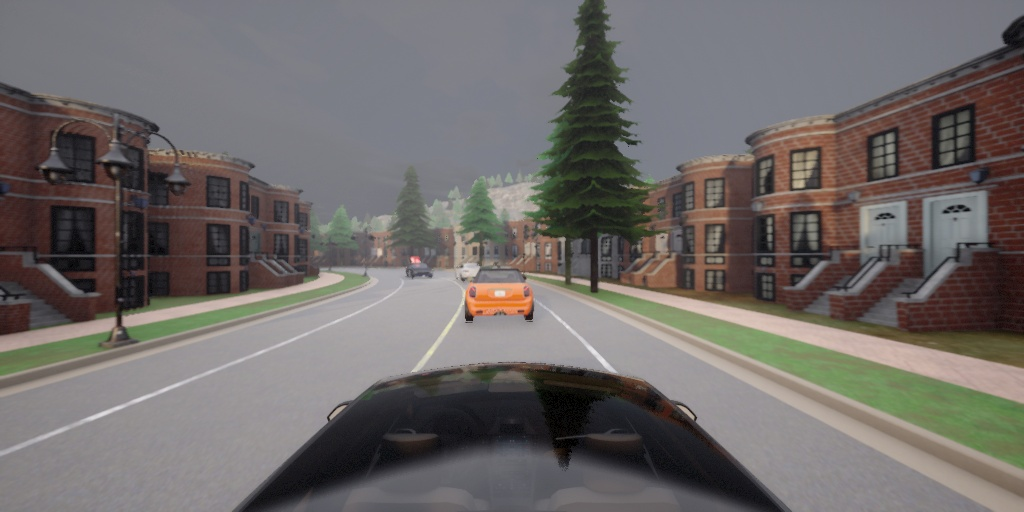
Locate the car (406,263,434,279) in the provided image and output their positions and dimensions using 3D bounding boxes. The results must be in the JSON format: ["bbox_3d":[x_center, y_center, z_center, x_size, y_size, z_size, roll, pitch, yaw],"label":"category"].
[{"bbox_3d":[-8.677,1.357,33.363,2.033,1.411,5.357,0,0,-24],"label":"car"}]

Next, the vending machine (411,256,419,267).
[{"bbox_3d":[-15.499,1.052,57.403,0.880,2.100,1.100,0,0,40],"label":"vending machine"}]

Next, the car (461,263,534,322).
[{"bbox_3d":[-0.516,1.116,12.552,2.097,1.767,4.553,0,0,-4],"label":"car"}]

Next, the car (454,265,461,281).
[{"bbox_3d":[-3.586,1.318,29.958,1.812,1.442,4.674,0,0,-17],"label":"car"}]
